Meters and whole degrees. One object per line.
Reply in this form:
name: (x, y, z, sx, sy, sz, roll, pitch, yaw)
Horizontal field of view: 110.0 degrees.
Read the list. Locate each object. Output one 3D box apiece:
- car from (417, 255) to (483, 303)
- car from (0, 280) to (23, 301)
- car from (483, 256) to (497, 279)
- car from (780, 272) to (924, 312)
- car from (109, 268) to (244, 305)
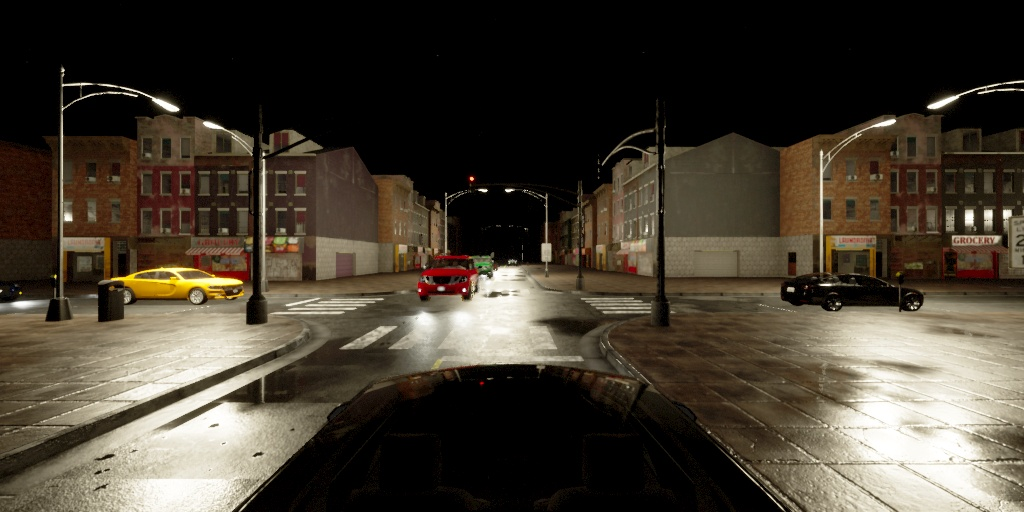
car: (-2.849, 0.980, 17.172, 2.150, 2.045, 5.566, 0, 0, 0)
car: (-24.593, 1.391, 15.788, 4.181, 1.385, 1.994, 0, 0, 0)
car: (-2.839, 0.990, 32.818, 2.150, 2.045, 5.566, 0, -1, 0)
car: (12.357, 1.266, 13.210, 4.313, 1.339, 1.948, 0, 0, 0)
car: (-14.589, 1.270, 15.759, 5.008, 1.535, 1.882, 0, 0, 2)
